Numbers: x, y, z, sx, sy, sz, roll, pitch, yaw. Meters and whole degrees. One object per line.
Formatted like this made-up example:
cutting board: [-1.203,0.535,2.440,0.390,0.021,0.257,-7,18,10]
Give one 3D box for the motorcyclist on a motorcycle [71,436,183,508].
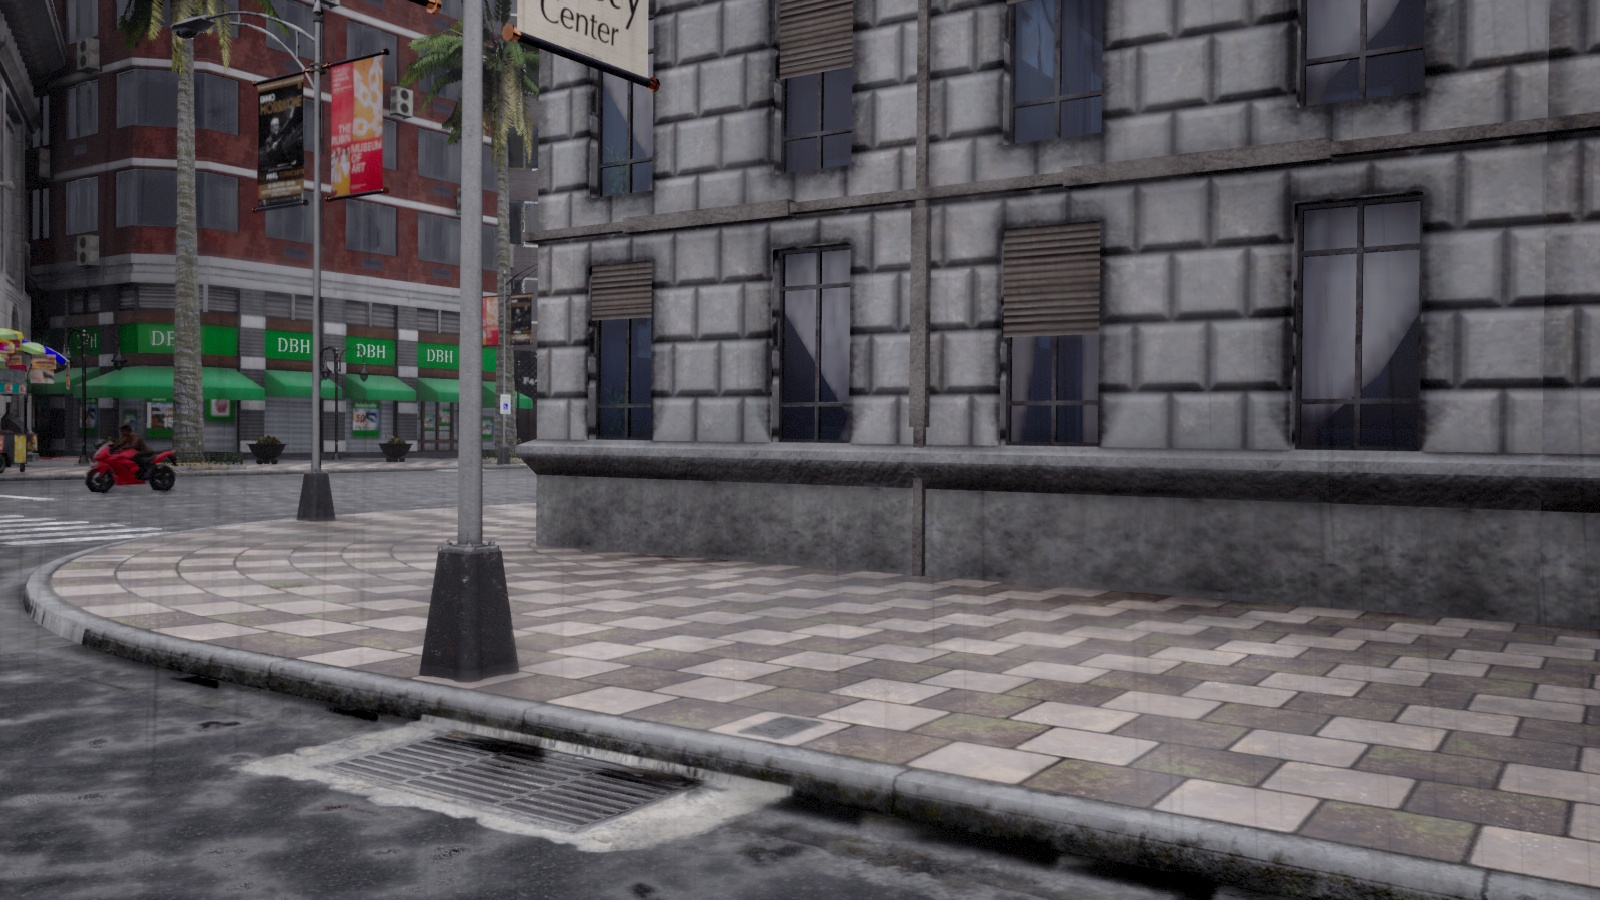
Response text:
motorcyclist on a motorcycle: [-15.006,0.466,28.061,0.797,1.523,2.044,0,1,34]
